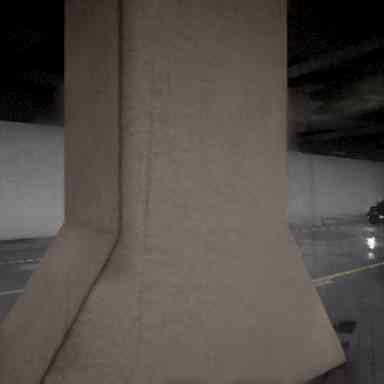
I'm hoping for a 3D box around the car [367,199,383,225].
[{"bbox_3d":[14.316,1.225,22.805,5.566,2.045,2.150,0,0,-36],"label":"car"}]
